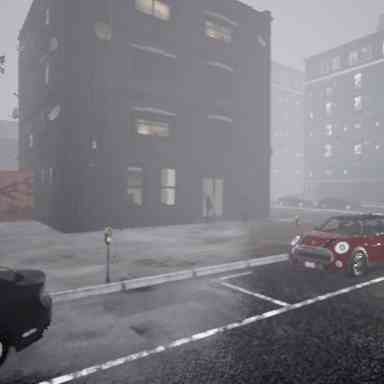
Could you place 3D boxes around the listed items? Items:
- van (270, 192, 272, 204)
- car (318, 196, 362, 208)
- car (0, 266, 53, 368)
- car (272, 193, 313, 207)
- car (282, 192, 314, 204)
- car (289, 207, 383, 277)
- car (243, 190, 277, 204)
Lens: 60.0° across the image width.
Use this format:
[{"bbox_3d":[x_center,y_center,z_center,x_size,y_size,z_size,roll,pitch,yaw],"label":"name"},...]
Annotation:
[{"bbox_3d":[9.038,0.732,44.540,1.690,1.788,3.998,2,0,-36],"label":"van"},{"bbox_3d":[15.657,1.149,35.302,1.887,1.381,4.507,2,0,-36],"label":"car"},{"bbox_3d":[-3.990,1.552,3.855,4.403,1.369,2.008,0,1,-35],"label":"car"},{"bbox_3d":[12.376,1.042,39.941,1.887,1.381,4.507,2,0,-36],"label":"car"},{"bbox_3d":[15.774,0.896,49.519,1.967,1.590,4.097,2,0,-36],"label":"car"},{"bbox_3d":[4.814,1.435,10.143,4.097,1.590,1.967,0,1,-36],"label":"car"},{"bbox_3d":[9.755,0.681,48.096,2.097,1.767,4.553,1,0,-36],"label":"car"}]
